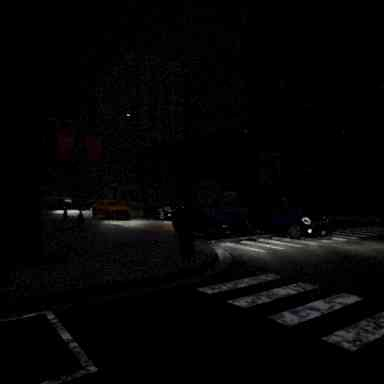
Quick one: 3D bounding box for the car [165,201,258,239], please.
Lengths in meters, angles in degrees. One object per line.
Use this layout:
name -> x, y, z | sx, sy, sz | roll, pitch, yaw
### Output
car -> 0.821, 1.461, 17.534 | 1.882, 1.535, 5.008 | 0, 0, -36

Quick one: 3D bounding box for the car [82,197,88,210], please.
car -> -11.349, 1.466, 40.034 | 1.812, 1.442, 4.674 | 0, 0, -36

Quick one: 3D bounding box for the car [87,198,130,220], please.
car -> -6.963, 1.440, 28.342 | 1.882, 1.535, 5.008 | 0, 0, -36

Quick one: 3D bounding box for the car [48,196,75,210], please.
car -> -16.711, 1.539, 41.942 | 1.895, 1.301, 4.718 | 0, 0, -35

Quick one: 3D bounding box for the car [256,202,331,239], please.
car -> 4.874, 1.335, 17.463 | 2.097, 1.767, 4.553 | 0, 0, -36

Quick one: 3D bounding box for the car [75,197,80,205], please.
car -> -19.050, 1.510, 56.602 | 1.895, 1.301, 4.718 | 0, 0, -36

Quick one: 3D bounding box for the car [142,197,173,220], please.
car -> -2.311, 1.317, 27.443 | 2.097, 1.767, 4.553 | 0, 0, -36
